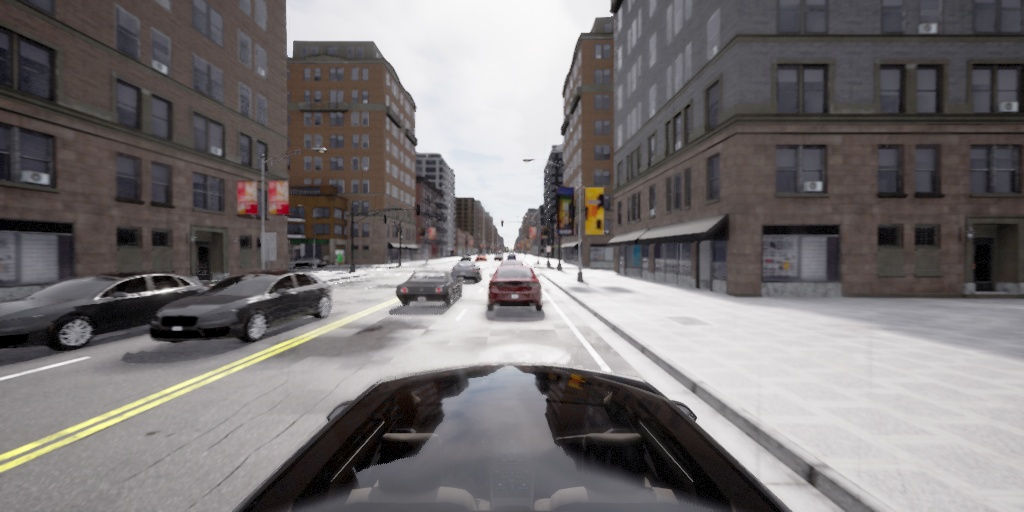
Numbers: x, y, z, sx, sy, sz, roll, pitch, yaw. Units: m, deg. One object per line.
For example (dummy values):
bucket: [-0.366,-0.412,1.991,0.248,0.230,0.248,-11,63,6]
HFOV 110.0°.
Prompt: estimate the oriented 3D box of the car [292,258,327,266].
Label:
car: [-25.390,0.863,44.679,4.313,1.339,1.948,0,0,0]

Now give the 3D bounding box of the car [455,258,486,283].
car: [-3.159,1.058,25.063,1.994,1.385,4.181,0,1,0]

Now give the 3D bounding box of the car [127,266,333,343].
car: [-6.600,1.173,9.496,1.837,1.490,4.892,0,0,0]

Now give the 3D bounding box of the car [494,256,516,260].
car: [-0.006,0.990,23.402,1.882,1.535,5.008,0,1,0]

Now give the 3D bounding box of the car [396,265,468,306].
car: [-3.155,1.209,14.807,1.895,1.301,4.718,0,1,0]

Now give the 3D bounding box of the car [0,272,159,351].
car: [-9.850,1.182,8.828,1.837,1.490,4.892,0,0,0]

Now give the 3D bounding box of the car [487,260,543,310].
car: [0.097,1.095,13.831,1.882,1.535,5.008,0,1,0]

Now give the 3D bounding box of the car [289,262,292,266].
car: [-25.428,0.795,36.654,4.097,1.591,1.967,0,0,0]
